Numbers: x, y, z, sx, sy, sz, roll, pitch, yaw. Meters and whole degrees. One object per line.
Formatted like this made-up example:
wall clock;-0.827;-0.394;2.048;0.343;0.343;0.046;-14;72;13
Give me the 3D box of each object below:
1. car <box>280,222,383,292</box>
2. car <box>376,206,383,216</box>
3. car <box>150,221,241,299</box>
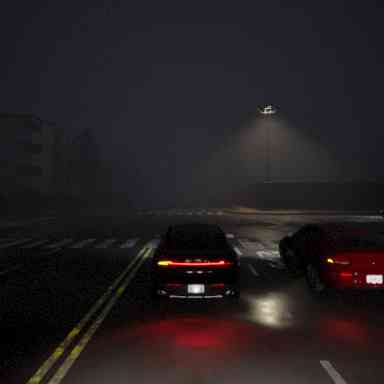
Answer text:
car;3.651;1.525;8.775;1.812;1.442;4.674;0;0;2
car;19.058;1.563;30.031;4.181;1.385;1.994;0;0;0
car;0.062;1.505;8.447;1.837;1.490;4.892;0;0;0
